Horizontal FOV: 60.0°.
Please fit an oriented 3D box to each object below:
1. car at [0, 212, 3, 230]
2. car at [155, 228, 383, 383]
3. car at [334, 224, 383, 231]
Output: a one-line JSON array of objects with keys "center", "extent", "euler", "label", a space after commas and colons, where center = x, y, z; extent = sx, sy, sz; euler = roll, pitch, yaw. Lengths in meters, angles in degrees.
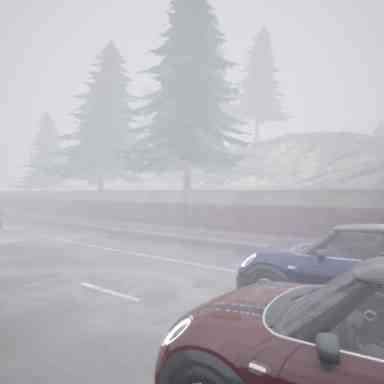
[{"center": [-13.148, 1.490, 20.329], "extent": [1.882, 1.535, 5.008], "euler": [0, 0, -45], "label": "car"}, {"center": [1.843, 1.362, 2.793], "extent": [4.553, 1.767, 2.097], "euler": [0, 0, 36], "label": "car"}, {"center": [3.113, 1.372, 6.187], "extent": [4.553, 1.767, 2.097], "euler": [0, 0, 36], "label": "car"}]
